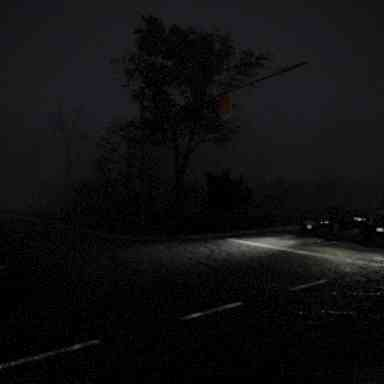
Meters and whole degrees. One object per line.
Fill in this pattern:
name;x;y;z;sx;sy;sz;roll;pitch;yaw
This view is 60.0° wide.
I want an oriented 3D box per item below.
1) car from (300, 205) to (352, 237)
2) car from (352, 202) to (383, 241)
car;7.936;1.489;18.237;4.902;1.511;2.128;0;0;-35
car;10.090;1.219;15.486;5.566;2.045;2.150;0;0;-35
